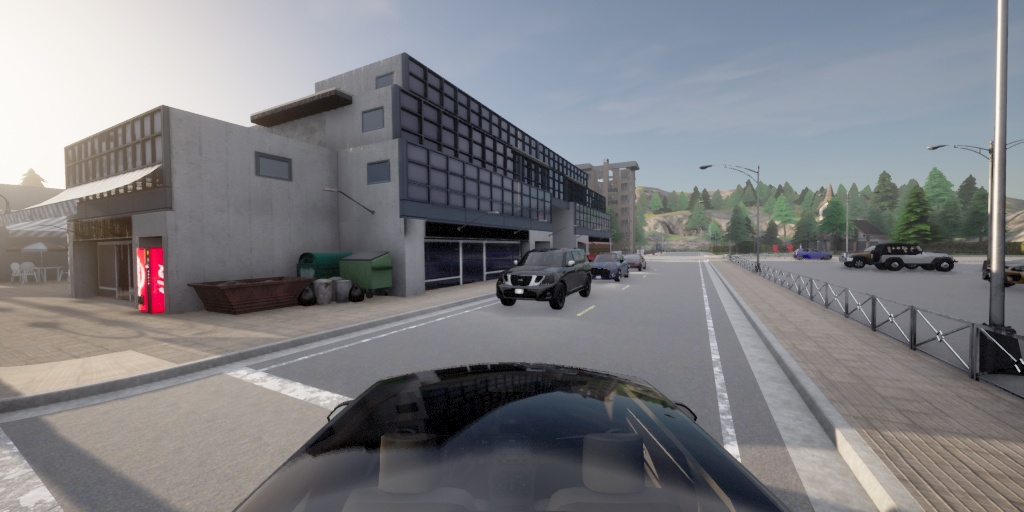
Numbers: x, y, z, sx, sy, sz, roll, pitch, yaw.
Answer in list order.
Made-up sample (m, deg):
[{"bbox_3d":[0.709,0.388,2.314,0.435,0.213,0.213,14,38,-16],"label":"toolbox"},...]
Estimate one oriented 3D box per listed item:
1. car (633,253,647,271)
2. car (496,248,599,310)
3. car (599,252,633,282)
[{"bbox_3d":[10.703,0.508,31.727,1.812,1.442,4.674,0,1,28],"label":"car"},{"bbox_3d":[1.492,0.710,13.897,2.150,2.045,5.566,0,1,27],"label":"car"},{"bbox_3d":[6.005,0.592,22.638,2.097,1.767,4.553,0,1,27],"label":"car"}]
